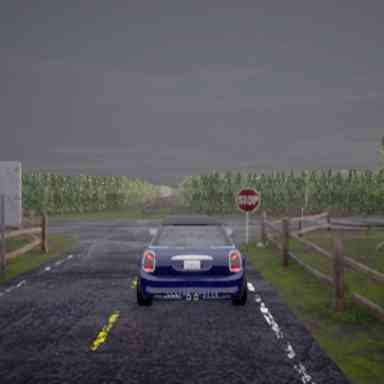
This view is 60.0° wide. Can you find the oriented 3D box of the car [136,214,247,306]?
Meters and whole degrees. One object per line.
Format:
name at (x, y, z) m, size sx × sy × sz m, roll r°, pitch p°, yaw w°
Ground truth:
car at (-0.022, 1.322, 8.129) m, size 2.097 × 1.767 × 4.553 m, roll 0°, pitch 0°, yaw -1°
